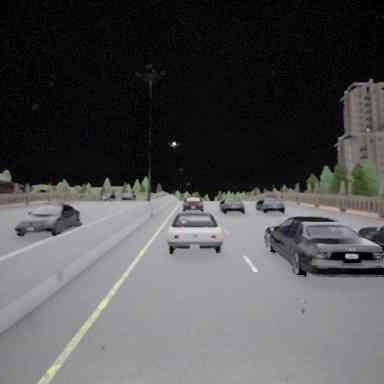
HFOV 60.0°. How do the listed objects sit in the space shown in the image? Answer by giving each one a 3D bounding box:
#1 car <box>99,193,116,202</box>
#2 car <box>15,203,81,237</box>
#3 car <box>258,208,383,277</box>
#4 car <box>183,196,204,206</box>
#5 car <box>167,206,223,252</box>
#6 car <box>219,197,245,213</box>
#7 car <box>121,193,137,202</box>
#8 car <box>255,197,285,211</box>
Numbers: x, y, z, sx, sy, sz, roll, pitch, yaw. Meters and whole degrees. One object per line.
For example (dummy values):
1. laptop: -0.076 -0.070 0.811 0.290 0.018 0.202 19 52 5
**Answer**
1. car: -13.996 0.891 55.463 2.128 1.511 4.902 0 -1 0
2. car: -7.098 1.331 16.948 1.812 1.442 4.674 0 1 0
3. car: 3.600 1.461 10.009 2.033 1.411 5.357 0 1 0
4. car: 0.102 1.112 30.845 1.812 1.442 4.674 0 1 0
5. car: 0.101 1.465 13.151 1.895 1.301 4.718 0 1 0
6. car: 3.602 1.157 30.381 1.994 1.385 4.181 0 1 0
7. car: -10.496 0.883 55.460 1.882 1.535 5.008 0 -1 0
8. car: 7.102 1.156 30.486 1.994 1.385 4.181 0 1 0
